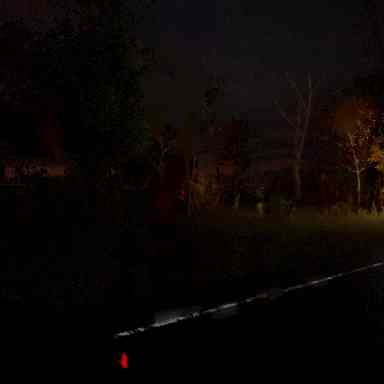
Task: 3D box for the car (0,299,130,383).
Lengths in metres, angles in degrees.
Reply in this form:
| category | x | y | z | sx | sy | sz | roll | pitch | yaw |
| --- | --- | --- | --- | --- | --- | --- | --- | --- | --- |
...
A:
| category | x | y | z | sx | sy | sz | roll | pitch | yaw |
| --- | --- | --- | --- | --- | --- | --- | --- | --- | --- |
| car | -2.509 | 1.564 | 2.238 | 4.181 | 1.385 | 1.994 | 0 | 0 | -36 |
